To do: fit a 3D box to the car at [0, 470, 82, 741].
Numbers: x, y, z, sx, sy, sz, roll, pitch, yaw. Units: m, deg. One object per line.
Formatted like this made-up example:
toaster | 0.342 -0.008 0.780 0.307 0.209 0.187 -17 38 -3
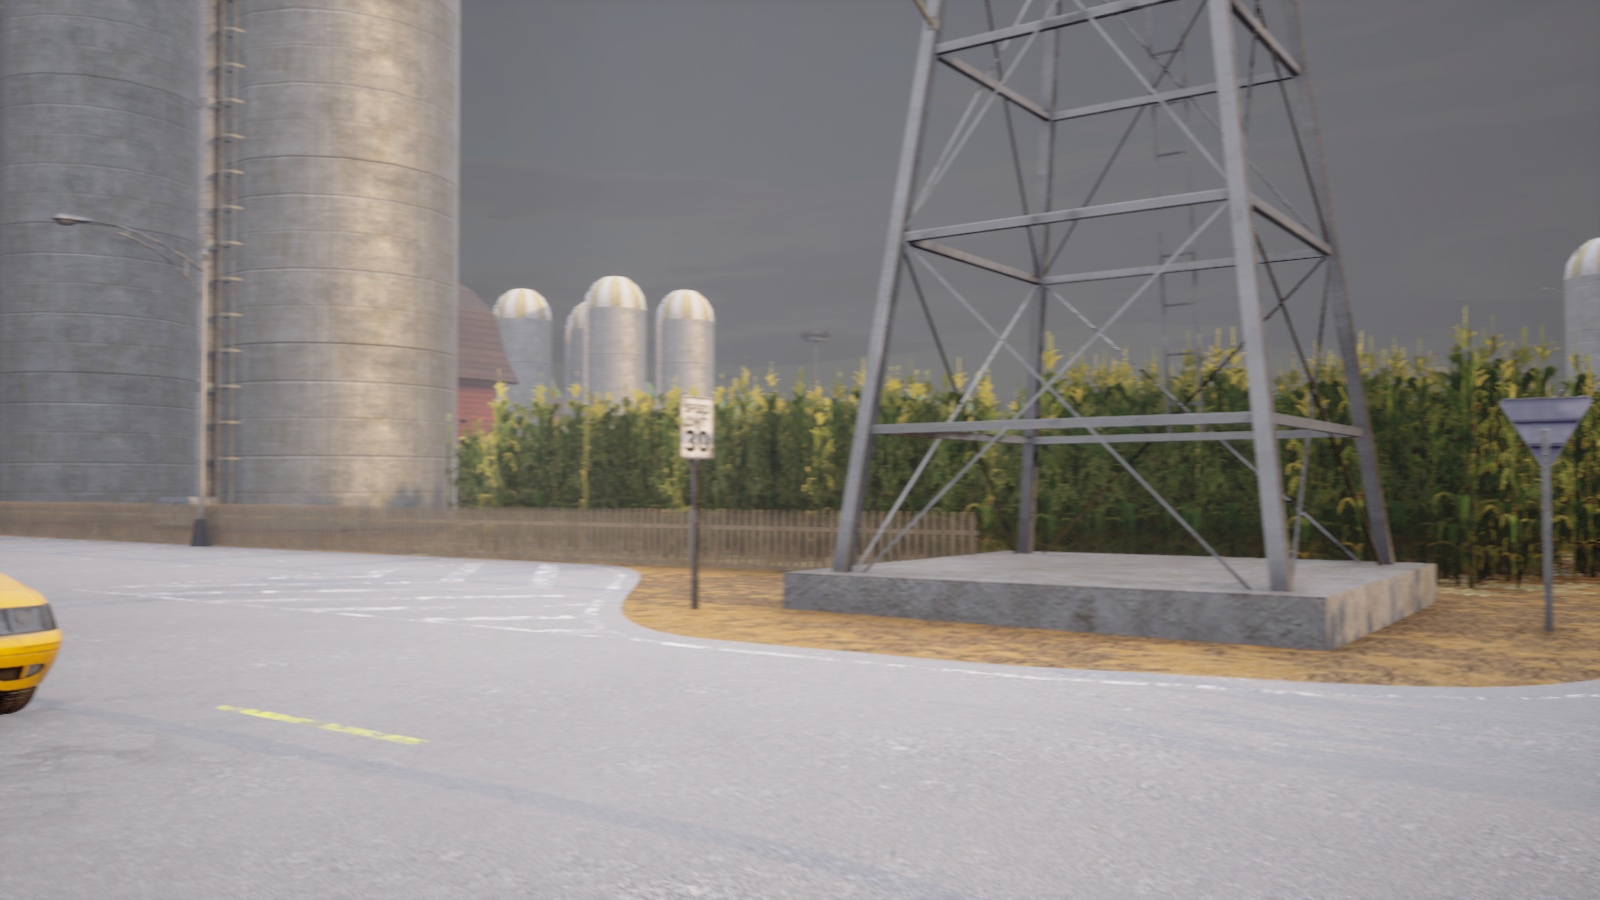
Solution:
car | -7.118 0.969 8.498 5.366 1.575 1.801 -2 -2 35
